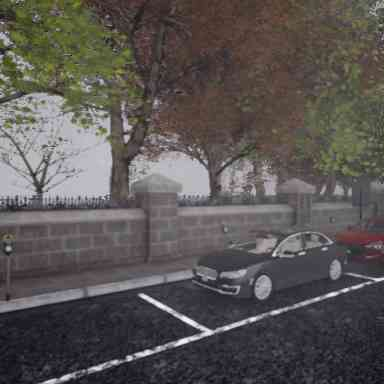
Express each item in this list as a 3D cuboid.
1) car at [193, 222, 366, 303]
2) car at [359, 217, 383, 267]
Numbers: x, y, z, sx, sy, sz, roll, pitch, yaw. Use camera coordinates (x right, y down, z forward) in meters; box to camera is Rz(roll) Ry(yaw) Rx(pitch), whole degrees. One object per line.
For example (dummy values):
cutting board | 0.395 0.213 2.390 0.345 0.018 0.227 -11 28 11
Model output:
car | 2.048 1.552 8.113 4.403 1.369 2.008 0 0 -36
car | 6.528 1.547 11.372 4.507 1.381 1.887 0 0 -36
